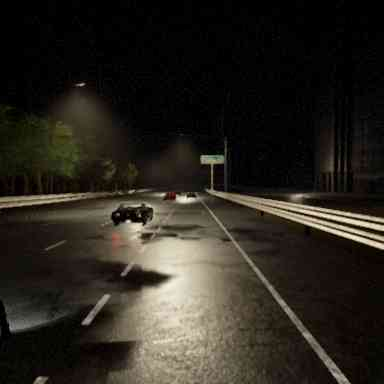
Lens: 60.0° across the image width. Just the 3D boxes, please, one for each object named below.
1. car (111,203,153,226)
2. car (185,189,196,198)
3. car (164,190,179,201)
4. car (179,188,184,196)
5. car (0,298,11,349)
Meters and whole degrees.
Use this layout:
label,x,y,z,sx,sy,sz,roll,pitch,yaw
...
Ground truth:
label,x,y,z,sx,sy,sz,roll,pitch,yaw
car,-3.523,1.297,20.584,1.895,1.301,4.718,0,1,0
car,-0.113,0.590,66.680,1.895,1.301,4.718,0,1,0
car,-3.669,0.677,56.565,1.812,1.442,4.674,0,1,0
car,-3.741,0.120,86.987,1.882,1.535,5.008,0,1,0
car,-3.500,1.519,2.884,1.994,1.385,4.181,0,1,0
